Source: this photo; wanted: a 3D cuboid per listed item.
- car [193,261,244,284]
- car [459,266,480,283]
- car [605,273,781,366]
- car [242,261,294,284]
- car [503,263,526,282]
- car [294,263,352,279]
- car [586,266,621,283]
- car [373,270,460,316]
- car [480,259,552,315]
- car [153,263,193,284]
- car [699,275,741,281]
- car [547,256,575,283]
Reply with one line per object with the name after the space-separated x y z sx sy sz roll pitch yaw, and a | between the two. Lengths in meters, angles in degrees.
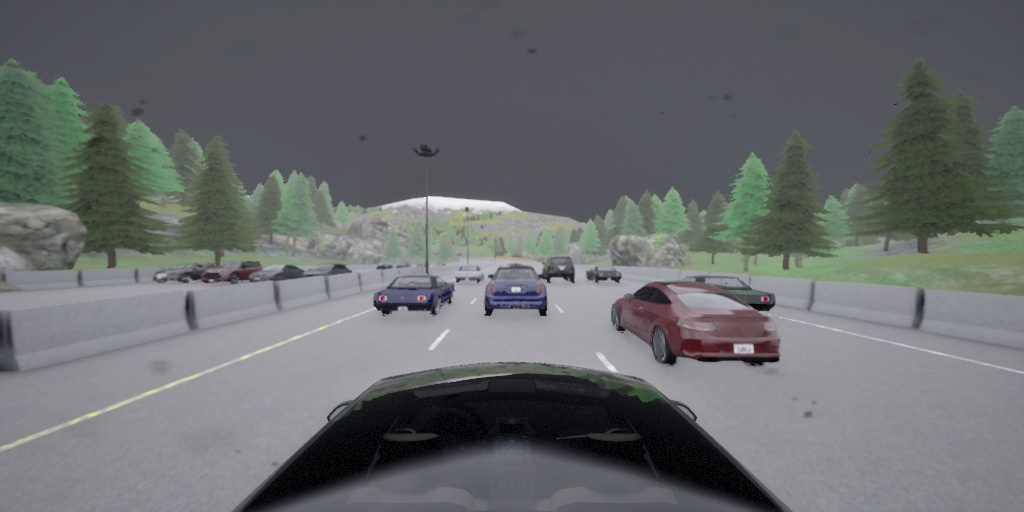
-20.995 1.147 27.296 2.097 1.767 4.553 0 0 0 | car
-3.298 1.431 28.744 1.895 1.301 4.718 0 0 0 | car
3.609 1.274 7.859 1.812 1.442 4.674 0 0 0 | car
-17.498 1.323 26.985 1.812 1.442 4.674 0 0 0 | car
0.212 1.380 30.955 1.812 1.442 4.674 0 -1 0 | car
-13.997 1.310 27.340 1.837 1.490 4.892 0 -1 0 | car
7.202 1.444 28.689 1.895 1.301 4.718 0 0 0 | car
-3.361 1.347 13.313 1.895 1.301 4.718 0 0 0 | car
0.139 1.104 13.653 2.097 1.767 4.553 0 0 0 | car
-24.494 1.283 27.426 2.128 1.511 4.902 0 0 0 | car
7.139 1.360 13.232 1.895 1.301 4.718 0 0 0 | car
3.705 1.063 29.108 2.150 2.045 5.566 0 -1 0 | car
